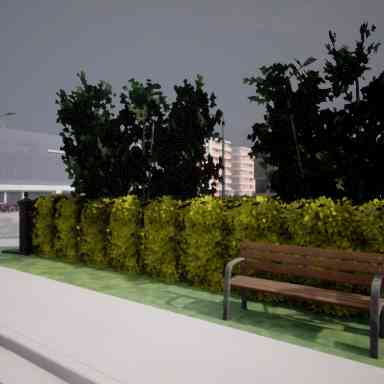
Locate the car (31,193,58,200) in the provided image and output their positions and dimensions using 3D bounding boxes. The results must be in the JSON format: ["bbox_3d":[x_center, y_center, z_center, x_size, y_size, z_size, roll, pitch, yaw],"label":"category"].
[{"bbox_3d":[-15.244,1.167,36.865,2.150,2.045,5.566,0,0,36],"label":"car"}]

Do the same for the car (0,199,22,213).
[{"bbox_3d":[-19.070,1.502,37.534,2.033,1.411,5.357,0,0,35],"label":"car"}]
